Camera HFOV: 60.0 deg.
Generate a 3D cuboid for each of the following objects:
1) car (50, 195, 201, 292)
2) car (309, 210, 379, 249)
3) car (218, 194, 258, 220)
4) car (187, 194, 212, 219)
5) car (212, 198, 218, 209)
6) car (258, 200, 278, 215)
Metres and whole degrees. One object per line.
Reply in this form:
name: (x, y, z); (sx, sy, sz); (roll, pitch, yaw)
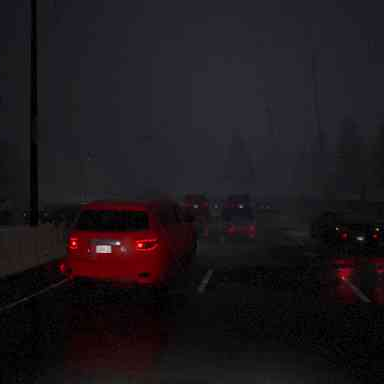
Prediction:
car: (-1.286, 1.221, 9.209); (2.150, 2.045, 5.566); (0, 0, 10)
car: (6.503, 1.525, 14.564); (1.812, 1.442, 4.674); (0, 0, 7)
car: (3.744, 1.220, 28.275); (2.150, 2.045, 5.566); (0, 0, 0)
car: (0.263, 1.219, 28.671); (2.150, 2.045, 5.566); (0, 0, -1)
car: (2.573, 1.502, 42.708); (1.837, 1.490, 4.892); (0, 0, -8)
car: (7.067, 1.545, 33.705); (2.033, 1.411, 5.357); (0, 0, -4)
